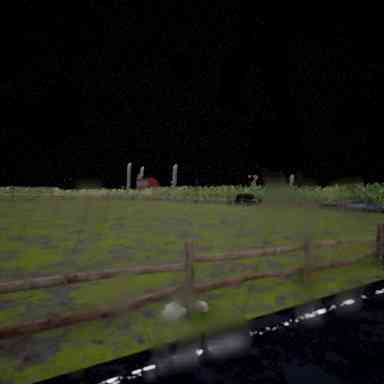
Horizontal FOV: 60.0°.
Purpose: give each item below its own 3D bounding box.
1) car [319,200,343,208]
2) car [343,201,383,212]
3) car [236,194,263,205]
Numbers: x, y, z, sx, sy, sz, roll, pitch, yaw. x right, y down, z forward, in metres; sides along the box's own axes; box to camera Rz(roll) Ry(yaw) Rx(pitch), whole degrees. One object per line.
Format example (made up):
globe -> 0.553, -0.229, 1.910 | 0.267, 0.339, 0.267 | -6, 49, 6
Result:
car -> 21.725, 1.910, 50.361 | 1.895, 1.301, 4.718 | 2, -1, -35
car -> 23.115, 1.821, 43.261 | 2.033, 1.411, 5.357 | 2, -1, -35
car -> 10.466, 1.361, 61.276 | 2.150, 2.045, 5.566 | 2, -1, -35
